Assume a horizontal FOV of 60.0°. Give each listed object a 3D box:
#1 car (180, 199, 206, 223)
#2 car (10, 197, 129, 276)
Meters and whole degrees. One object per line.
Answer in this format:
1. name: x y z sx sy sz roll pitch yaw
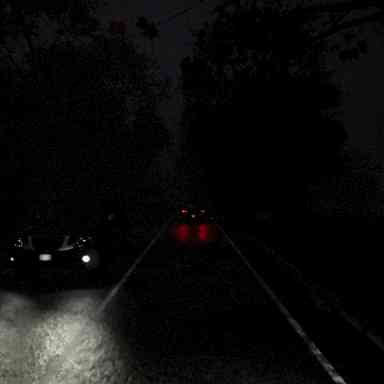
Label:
1. car: 0.093 1.541 25.762 1.812 1.442 4.674 0 0 0
2. car: -3.505 1.213 10.722 2.150 2.045 5.566 0 0 0
